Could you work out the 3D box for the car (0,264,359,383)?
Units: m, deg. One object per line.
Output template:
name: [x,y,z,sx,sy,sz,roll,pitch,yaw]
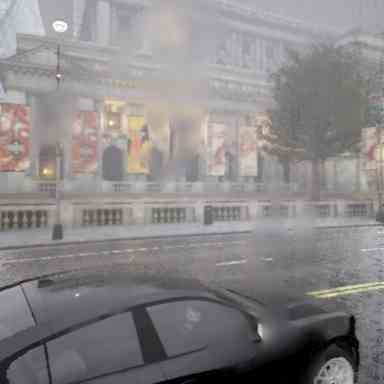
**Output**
car: [-0.471,1.464,3.131,5.008,1.535,1.882,0,0,-33]
